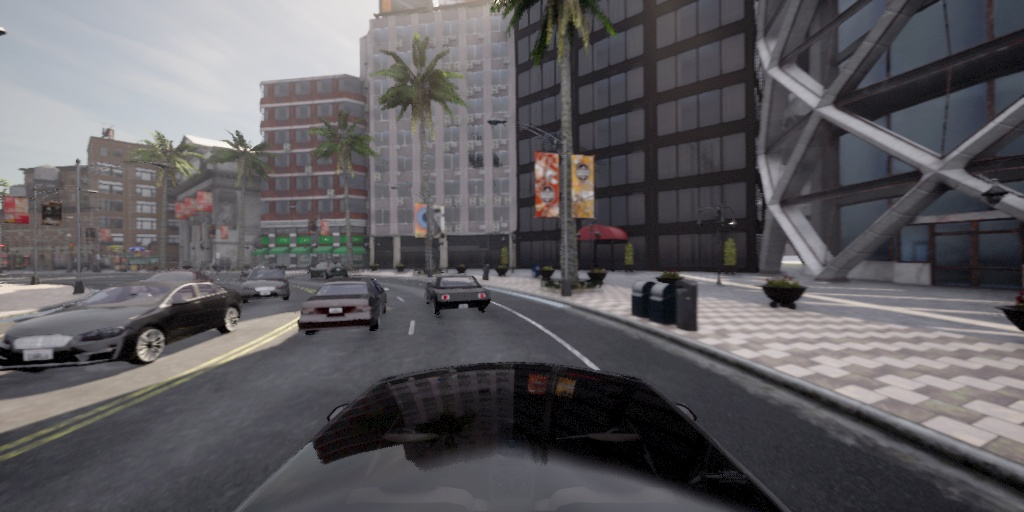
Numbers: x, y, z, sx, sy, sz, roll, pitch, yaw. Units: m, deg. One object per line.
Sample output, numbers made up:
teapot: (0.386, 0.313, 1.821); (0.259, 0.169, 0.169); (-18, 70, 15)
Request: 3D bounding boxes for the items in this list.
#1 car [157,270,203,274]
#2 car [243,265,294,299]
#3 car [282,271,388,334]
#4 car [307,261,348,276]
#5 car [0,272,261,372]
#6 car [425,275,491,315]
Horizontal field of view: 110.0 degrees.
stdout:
car: (-14.423, 1.372, 15.471); (1.882, 1.535, 5.008); (0, 0, -29)
car: (-11.945, 1.363, 17.574); (2.128, 1.511, 4.902); (-1, 0, -32)
car: (-4.904, 1.347, 10.959); (2.033, 1.411, 5.357); (-1, 0, -16)
car: (-17.606, 1.281, 34.178); (4.553, 1.767, 2.097); (-1, 0, 38)
car: (-8.116, 1.323, 8.121); (2.128, 1.511, 4.902); (-1, 0, -13)
car: (-2.302, 1.376, 13.927); (1.895, 1.301, 4.718); (-1, 0, -19)
